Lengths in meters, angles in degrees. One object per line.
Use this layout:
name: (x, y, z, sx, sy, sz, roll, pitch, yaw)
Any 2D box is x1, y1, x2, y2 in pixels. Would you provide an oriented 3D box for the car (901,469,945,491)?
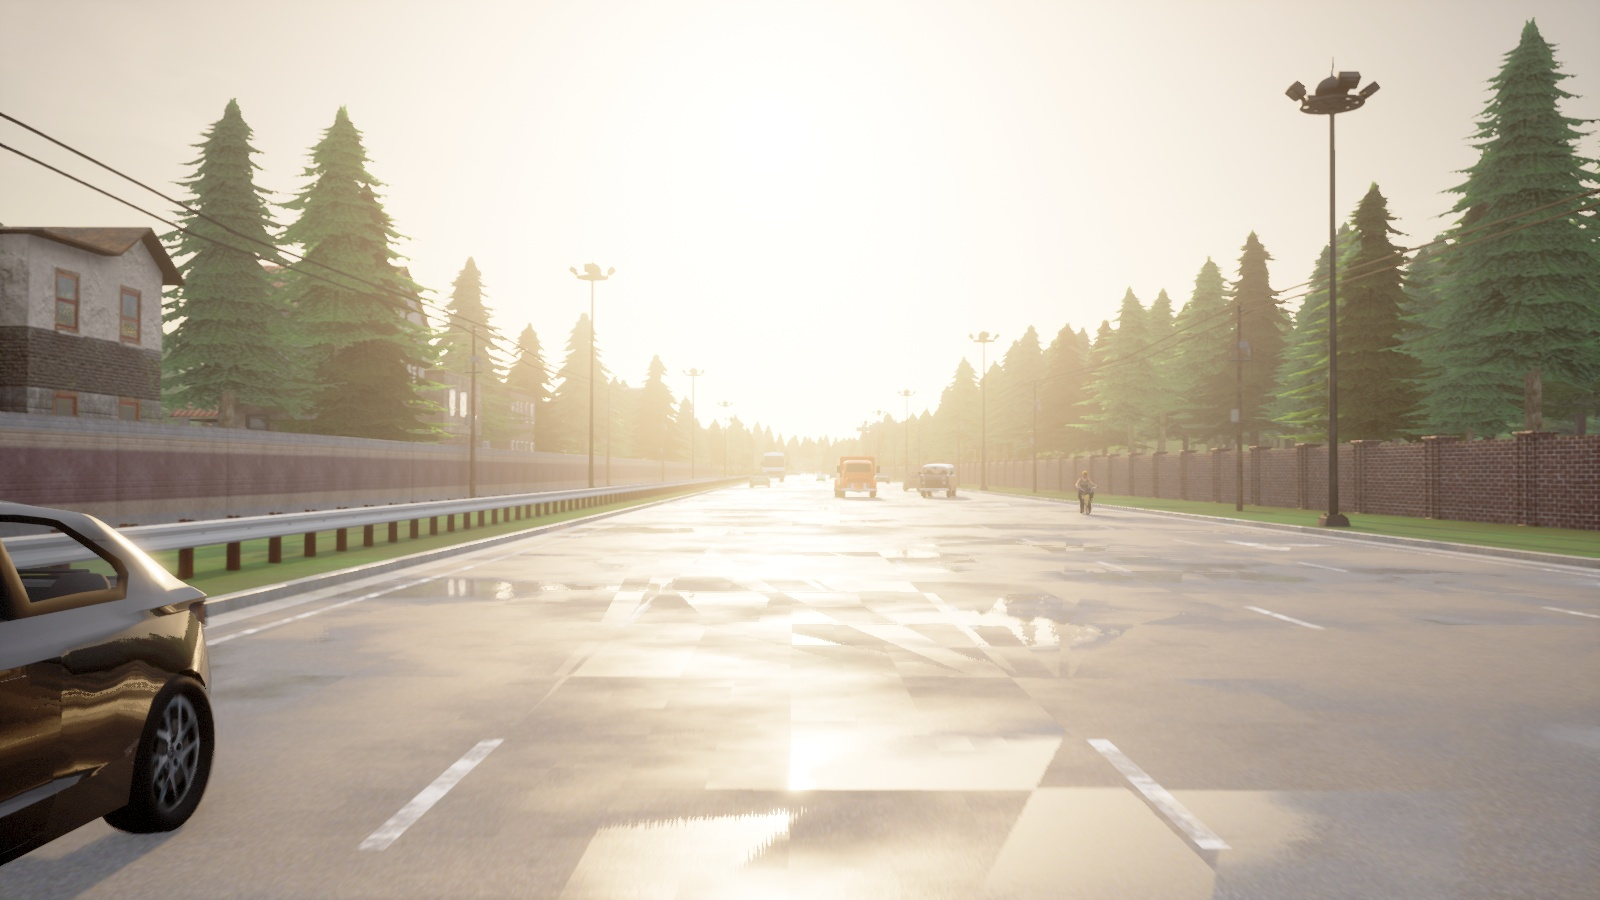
car: (9.504, 2.300, 97.259, 1.851, 1.617, 3.988, 0, -1, -19)

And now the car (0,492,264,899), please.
car: (-3.509, 0.909, 4.007, 1.816, 1.474, 4.193, 0, -1, 0)

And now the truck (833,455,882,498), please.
truck: (3.373, 1.566, 74.943, 2.627, 2.467, 5.204, 0, -1, 0)

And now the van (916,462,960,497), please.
van: (8.347, 1.770, 75.753, 2.069, 2.038, 4.480, 0, -1, 14)

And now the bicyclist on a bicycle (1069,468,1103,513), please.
bicyclist on a bicycle: (10.427, 1.476, 45.837, 0.866, 1.612, 1.509, 0, -1, 0)
